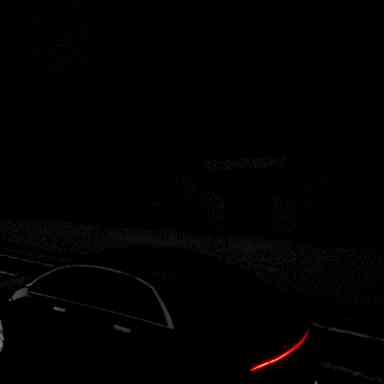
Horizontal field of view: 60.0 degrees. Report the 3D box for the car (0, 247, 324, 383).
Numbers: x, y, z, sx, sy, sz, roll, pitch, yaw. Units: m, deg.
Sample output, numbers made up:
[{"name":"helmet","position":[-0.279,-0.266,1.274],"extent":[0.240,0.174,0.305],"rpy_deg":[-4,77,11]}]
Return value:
[{"name":"car","position":[-0.911,1.501,4.334],"extent":[4.892,1.490,1.837],"rpy_deg":[0,0,36]}]
